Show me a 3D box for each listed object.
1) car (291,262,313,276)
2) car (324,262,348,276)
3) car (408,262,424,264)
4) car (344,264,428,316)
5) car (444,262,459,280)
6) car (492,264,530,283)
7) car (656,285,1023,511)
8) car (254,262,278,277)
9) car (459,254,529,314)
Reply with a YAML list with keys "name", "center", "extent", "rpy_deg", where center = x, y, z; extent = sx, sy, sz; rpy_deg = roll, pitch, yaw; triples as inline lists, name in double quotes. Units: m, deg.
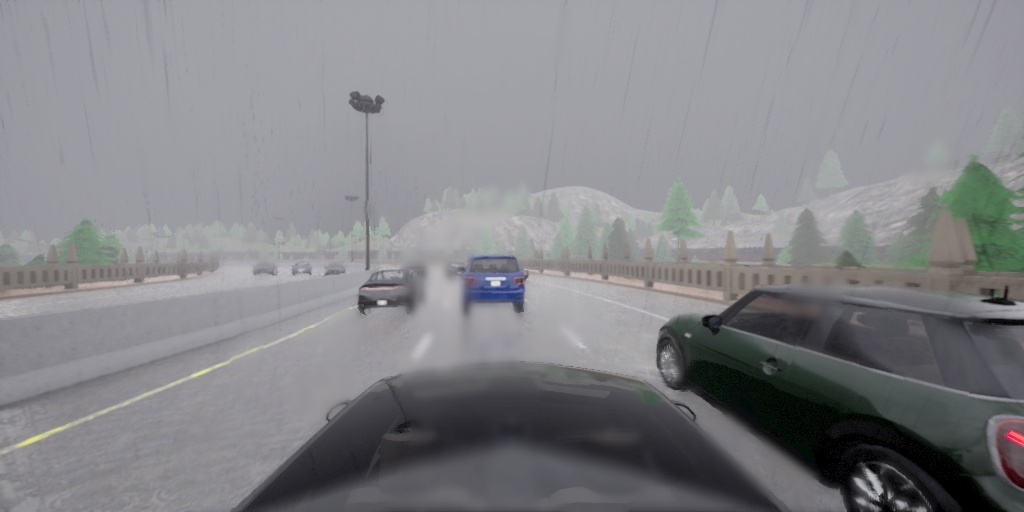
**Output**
- name: "car"
  center: [-23.765, 1.426, 40.744]
  extent: [2.128, 1.511, 4.902]
  rpy_deg: [0, 0, -27]
- name: "car"
  center: [-18.318, 1.382, 37.404]
  extent: [1.837, 1.490, 4.892]
  rpy_deg: [0, 0, -24]
- name: "car"
  center: [-8.394, 1.295, 31.423]
  extent: [1.837, 1.490, 4.892]
  rpy_deg: [0, 0, -17]
- name: "car"
  center: [-4.380, 1.253, 13.654]
  extent: [2.128, 1.511, 4.902]
  rpy_deg: [0, 0, -7]
- name: "car"
  center: [-4.861, 1.289, 31.792]
  extent: [1.812, 1.442, 4.674]
  rpy_deg: [0, 0, -17]
- name: "car"
  center: [-0.191, 1.330, 28.472]
  extent: [1.895, 1.301, 4.718]
  rpy_deg: [0, 0, -15]
- name: "car"
  center: [3.379, 1.081, 3.895]
  extent: [2.097, 1.767, 4.553]
  rpy_deg: [0, 0, -1]
- name: "car"
  center: [-27.129, 1.471, 39.653]
  extent: [1.837, 1.490, 4.892]
  rpy_deg: [0, 0, -27]
- name: "car"
  center: [-0.855, 0.962, 13.972]
  extent: [2.150, 2.045, 5.566]
  rpy_deg: [0, 0, -7]
